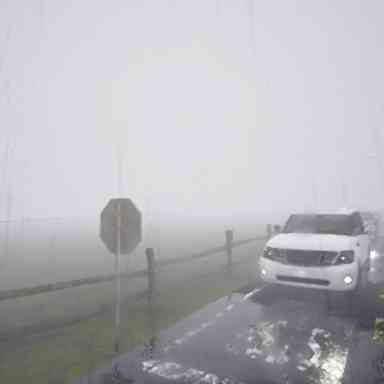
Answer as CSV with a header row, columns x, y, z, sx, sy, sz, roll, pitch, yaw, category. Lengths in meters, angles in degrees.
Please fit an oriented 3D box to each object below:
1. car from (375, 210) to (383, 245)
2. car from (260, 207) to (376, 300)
x,y,z,sx,sy,sz,roll,pitch,yaw,category
9.094,1.803,18.309,2.097,1.767,4.553,-2,-2,31,car
3.813,1.477,9.610,2.150,2.045,5.566,-2,-2,31,car
